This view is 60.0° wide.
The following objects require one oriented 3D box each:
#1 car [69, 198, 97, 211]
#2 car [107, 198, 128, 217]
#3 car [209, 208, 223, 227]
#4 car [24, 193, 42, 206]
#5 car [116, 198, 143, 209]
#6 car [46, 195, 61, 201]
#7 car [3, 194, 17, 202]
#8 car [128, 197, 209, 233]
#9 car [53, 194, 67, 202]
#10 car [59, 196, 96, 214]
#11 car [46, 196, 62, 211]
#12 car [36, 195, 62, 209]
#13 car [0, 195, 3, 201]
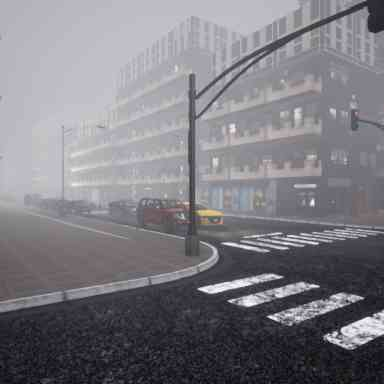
[{"bbox_3d":[-13.234,1.483,40.237,1.895,1.301,4.718,0,0,-36],"label":"car"},{"bbox_3d":[-6.117,1.406,30.373,2.128,1.511,4.902,0,0,-36],"label":"car"},{"bbox_3d":[-0.024,1.423,21.957,1.882,1.535,5.008,0,0,-36],"label":"car"},{"bbox_3d":[-24.813,1.162,51.791,2.192,1.841,5.009,0,0,-36],"label":"car"},{"bbox_3d":[-8.061,1.465,42.940,1.802,1.307,4.206,0,0,-36],"label":"car"},{"bbox_3d":[-31.309,1.379,75.058,2.008,1.369,4.403,0,0,-36],"label":"car"},{"bbox_3d":[-38.099,1.412,70.146,1.802,1.307,4.206,0,0,-36],"label":"car"},{"bbox_3d":[-1.563,1.264,19.670,2.192,1.841,5.009,0,0,-36],"label":"car"},{"bbox_3d":[-27.989,1.269,70.471,1.967,1.590,4.097,0,0,-36],"label":"car"},{"bbox_3d":[-11.528,1.444,33.436,1.887,1.381,4.507,0,0,-36],"label":"car"},{"bbox_3d":[-14.850,1.451,38.025,1.947,1.339,4.313,0,0,-36],"label":"car"},{"bbox_3d":[-18.171,1.436,42.615,1.947,1.339,4.313,0,0,-36],"label":"car"},{"bbox_3d":[-41.421,1.269,74.733,1.967,1.590,4.097,0,0,-36],"label":"car"}]
